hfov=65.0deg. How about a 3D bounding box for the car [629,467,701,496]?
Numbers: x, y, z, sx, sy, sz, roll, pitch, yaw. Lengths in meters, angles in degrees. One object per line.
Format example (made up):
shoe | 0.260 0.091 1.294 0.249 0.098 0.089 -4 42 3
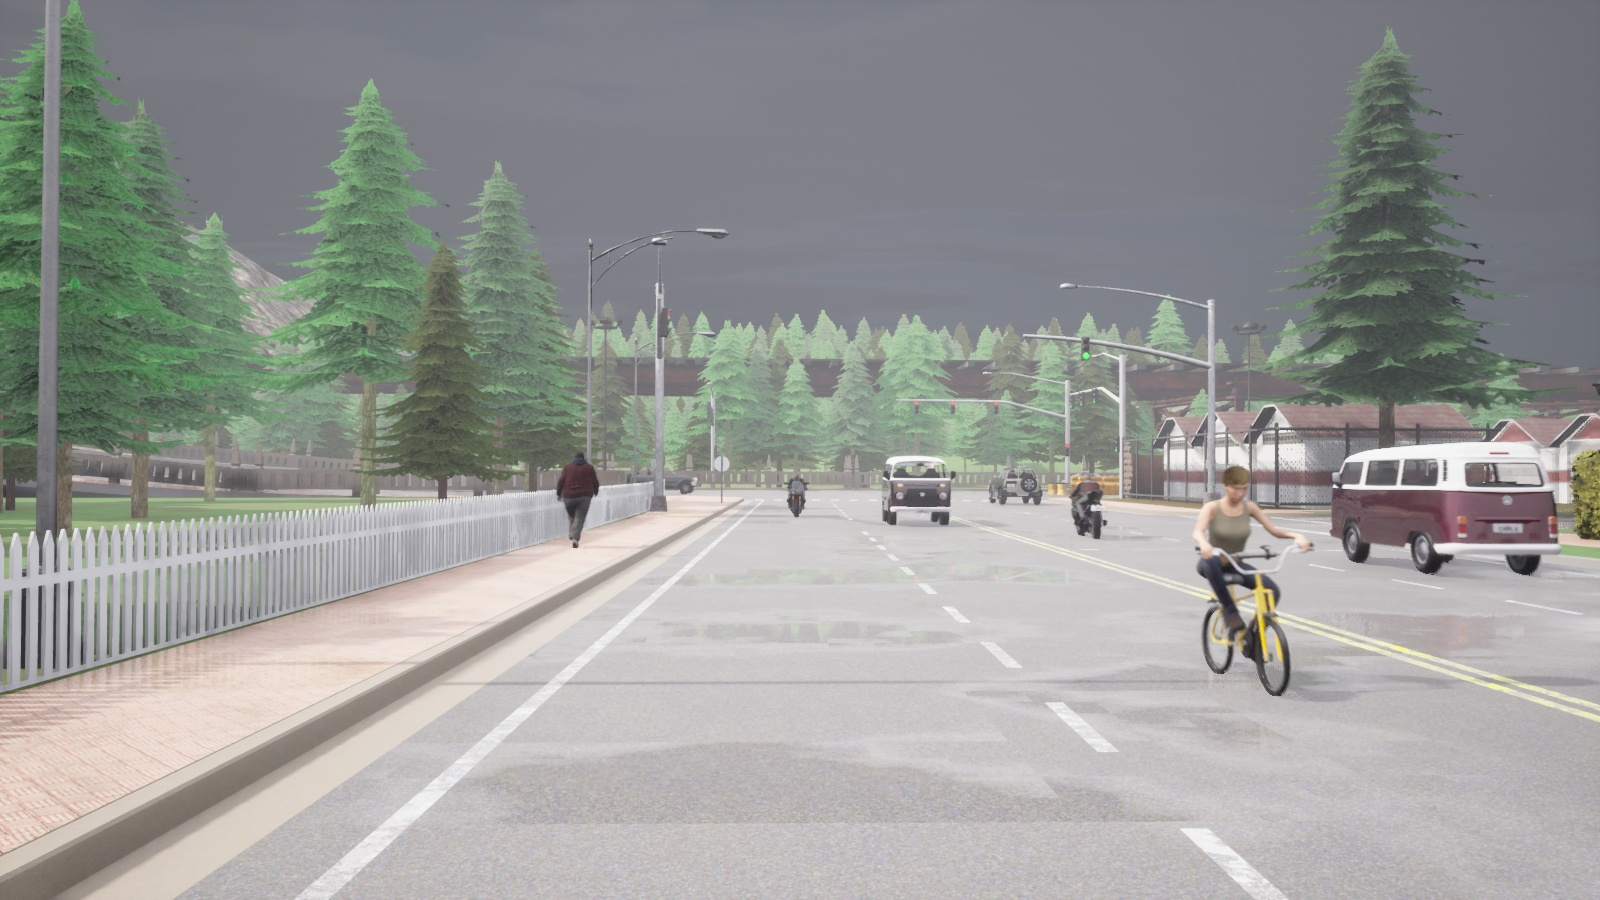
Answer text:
car | -8.802 2.043 82.217 4.605 1.855 1.932 0 -1 -2

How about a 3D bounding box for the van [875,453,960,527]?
van | 3.407 1.146 37.118 2.069 2.038 4.480 0 -1 0

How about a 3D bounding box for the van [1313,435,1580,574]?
van | 10.447 0.844 20.763 2.069 2.038 4.480 0 -1 0

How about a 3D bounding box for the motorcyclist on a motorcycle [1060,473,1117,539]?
motorcyclist on a motorcycle | 6.925 1.329 30.254 0.866 1.530 2.191 0 -1 0

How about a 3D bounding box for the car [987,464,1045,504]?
car | 10.351 1.604 60.516 1.932 1.855 4.605 0 -1 0

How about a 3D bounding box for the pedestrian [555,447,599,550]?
pedestrian | -4.075 0.874 22.983 0.634 1.844 0.899 0 -1 0

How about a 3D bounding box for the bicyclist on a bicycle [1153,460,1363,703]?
bicyclist on a bicycle | 3.294 0.892 9.197 0.866 1.612 1.509 -1 -1 -4

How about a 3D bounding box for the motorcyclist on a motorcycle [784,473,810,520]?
motorcyclist on a motorcycle | -0.105 1.562 42.530 0.866 1.530 2.191 0 -1 0
